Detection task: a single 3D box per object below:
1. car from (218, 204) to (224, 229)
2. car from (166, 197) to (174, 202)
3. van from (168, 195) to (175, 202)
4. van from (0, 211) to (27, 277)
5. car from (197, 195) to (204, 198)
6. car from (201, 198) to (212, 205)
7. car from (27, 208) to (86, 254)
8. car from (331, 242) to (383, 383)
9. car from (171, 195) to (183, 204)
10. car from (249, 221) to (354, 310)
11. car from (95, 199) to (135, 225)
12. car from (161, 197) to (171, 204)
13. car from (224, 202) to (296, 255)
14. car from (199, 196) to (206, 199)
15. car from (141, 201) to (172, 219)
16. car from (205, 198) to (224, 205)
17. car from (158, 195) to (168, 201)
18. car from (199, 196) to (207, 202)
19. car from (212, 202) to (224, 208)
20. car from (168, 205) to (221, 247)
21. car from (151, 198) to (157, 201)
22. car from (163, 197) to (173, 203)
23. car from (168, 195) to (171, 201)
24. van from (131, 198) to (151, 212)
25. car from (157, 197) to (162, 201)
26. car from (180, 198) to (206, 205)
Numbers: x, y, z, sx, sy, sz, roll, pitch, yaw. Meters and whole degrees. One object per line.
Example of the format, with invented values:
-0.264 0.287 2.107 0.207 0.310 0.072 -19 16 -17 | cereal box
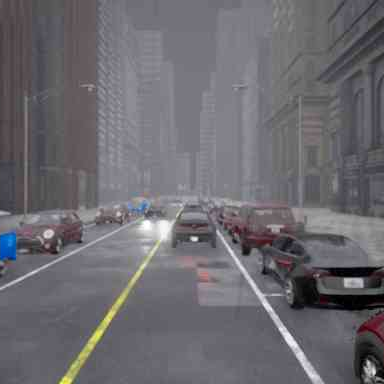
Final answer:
2.761 1.620 19.029 1.887 1.381 4.507 0 0 0 | car
-5.761 1.950 86.660 1.802 1.307 4.206 0 0 0 | car
-5.762 1.737 92.297 1.690 1.788 3.998 0 0 0 | van
-5.766 1.373 7.748 1.690 1.788 3.998 0 0 0 | van
2.764 1.897 75.391 1.802 1.307 4.206 0 0 0 | car
2.763 1.847 64.119 1.802 1.307 4.206 0 0 0 | car
-5.765 1.494 13.384 1.967 1.590 4.097 0 0 0 | car
2.759 1.449 2.120 1.967 1.590 4.097 0 0 0 | car
-2.996 1.739 71.332 1.882 1.535 5.008 0 0 0 | car
2.760 1.597 7.756 1.947 1.339 4.313 0 0 0 | car
-5.764 1.539 24.658 1.967 1.590 4.097 0 0 0 | car
-5.761 1.881 75.386 1.947 1.339 4.313 0 0 0 | car
2.760 1.368 13.394 2.192 1.841 5.009 0 0 0 | car
2.354 1.740 52.817 1.812 1.442 4.674 0 0 0 | car
-3.098 1.720 29.943 1.895 1.301 4.718 0 0 0 | car
2.761 1.583 35.937 1.967 1.590 4.097 0 0 0 | car
-5.763 1.680 58.477 1.967 1.590 4.097 0 0 0 | car
2.763 1.807 86.664 1.967 1.590 4.097 0 0 0 | car
2.761 1.664 24.665 1.947 1.339 4.313 0 0 0 | car
0.096 1.566 15.276 1.837 1.490 4.892 0 0 0 | car
-5.763 1.691 41.397 1.752 1.417 4.829 0 0 0 | car
-5.761 1.892 81.023 2.008 1.369 4.403 0 0 0 | car
-5.763 1.580 64.114 2.192 1.841 5.009 0 0 0 | car
-5.764 1.485 35.931 1.690 1.788 3.998 0 0 0 | van
-5.763 1.742 47.203 2.008 1.369 4.403 0 0 0 | car
0.099 1.634 32.443 1.837 1.490 4.892 0 0 0 | car
